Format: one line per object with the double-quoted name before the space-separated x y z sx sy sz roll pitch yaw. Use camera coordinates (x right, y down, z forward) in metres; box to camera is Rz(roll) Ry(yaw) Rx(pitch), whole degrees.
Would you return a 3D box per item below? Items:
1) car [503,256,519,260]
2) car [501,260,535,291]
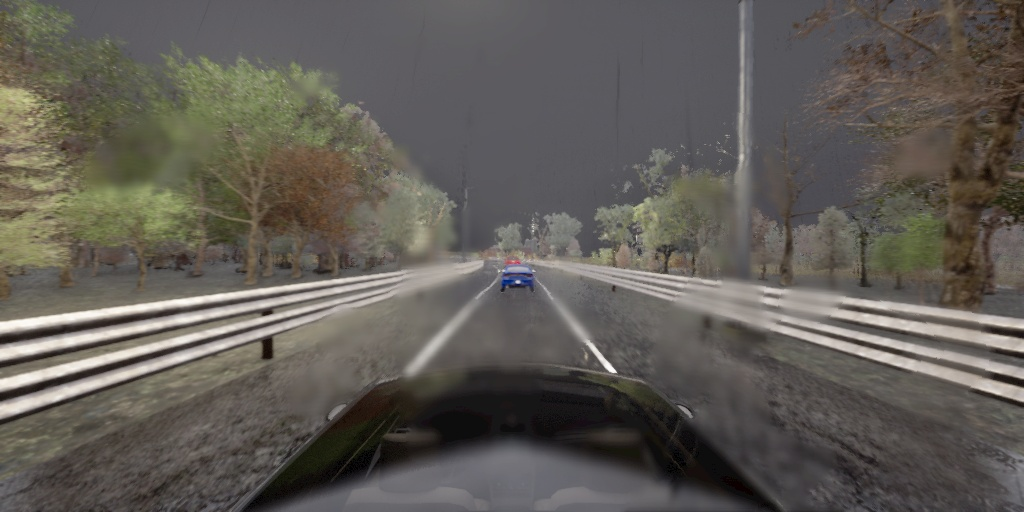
"car" -0.048 0.985 52.512 2.150 2.045 5.566 1 0 -4
"car" 0.369 1.247 21.965 1.882 1.535 5.008 0 0 1
